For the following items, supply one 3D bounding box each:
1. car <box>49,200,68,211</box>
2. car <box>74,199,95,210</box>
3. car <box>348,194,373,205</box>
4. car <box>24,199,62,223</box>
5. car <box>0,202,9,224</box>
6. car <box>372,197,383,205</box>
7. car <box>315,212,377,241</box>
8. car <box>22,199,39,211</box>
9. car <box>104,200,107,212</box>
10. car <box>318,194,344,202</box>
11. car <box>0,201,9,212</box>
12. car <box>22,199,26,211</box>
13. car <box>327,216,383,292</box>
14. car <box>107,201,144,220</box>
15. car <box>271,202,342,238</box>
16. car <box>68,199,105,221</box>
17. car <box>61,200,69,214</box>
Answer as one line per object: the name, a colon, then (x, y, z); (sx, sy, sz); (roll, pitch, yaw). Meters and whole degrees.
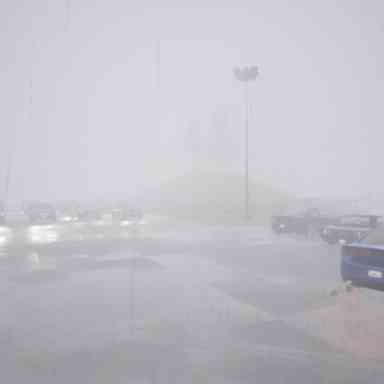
car: (-18.512, 1.782, 46.151); (1.994, 1.385, 4.181); (0, 0, -28)
car: (-15.664, 1.763, 48.283); (2.033, 1.411, 5.357); (0, 0, -29)
car: (31.895, 1.335, 62.942); (2.150, 2.045, 5.566); (0, 0, -10)
car: (-12.358, 1.626, 27.412); (2.128, 1.511, 4.902); (0, 0, -29)
car: (-15.528, 1.741, 25.913); (1.895, 1.301, 4.718); (0, 0, -29)
car: (35.738, 1.628, 60.103); (2.033, 1.411, 5.357); (0, 0, -7)
car: (7.515, 1.627, 14.407); (4.718, 1.301, 1.895); (0, 0, -41)
car: (-22.046, 1.704, 45.279); (1.882, 1.535, 5.008); (0, 0, -28)
car: (-10.674, 1.660, 38.988); (2.128, 1.511, 4.902); (0, 0, -28)
car: (27.689, 1.361, 66.427); (2.150, 2.045, 5.566); (0, 0, -17)
car: (-25.387, 1.834, 44.079); (1.895, 1.301, 4.718); (0, 0, -28)
car: (-17.193, 1.685, 36.289); (1.837, 1.490, 4.892); (0, 0, -28)
car: (5.581, 1.489, 8.224); (5.008, 1.535, 1.882); (0, 0, -39)
car: (-5.900, 1.628, 30.197); (1.837, 1.490, 4.892); (0, 0, -29)
car: (6.294, 1.520, 18.057); (5.008, 1.535, 1.882); (0, 0, -42)
car: (-9.328, 1.657, 29.189); (1.812, 1.442, 4.674); (0, 0, -29)
car: (-13.808, 1.665, 37.408); (2.128, 1.511, 4.902); (0, 0, -28)
